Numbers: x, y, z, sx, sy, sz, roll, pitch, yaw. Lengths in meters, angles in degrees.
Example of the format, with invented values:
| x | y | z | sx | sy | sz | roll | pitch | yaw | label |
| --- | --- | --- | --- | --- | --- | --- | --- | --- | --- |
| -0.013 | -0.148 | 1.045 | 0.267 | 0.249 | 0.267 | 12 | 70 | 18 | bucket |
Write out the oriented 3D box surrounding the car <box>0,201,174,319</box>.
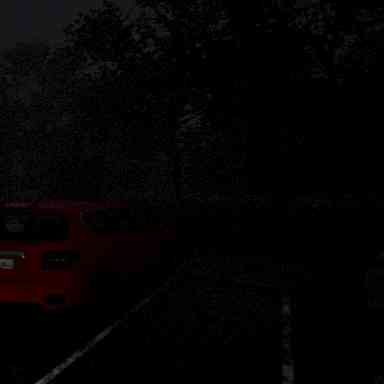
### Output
| x | y | z | sx | sy | sz | roll | pitch | yaw | label |
| --- | --- | --- | --- | --- | --- | --- | --- | --- | --- |
| -2.137 | 1.214 | 7.625 | 2.435 | 2.045 | 5.566 | 0 | -1 | 15 | car |

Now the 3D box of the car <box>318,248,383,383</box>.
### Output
| x | y | z | sx | sy | sz | roll | pitch | yaw | label |
| --- | --- | --- | --- | --- | --- | --- | --- | --- | --- |
| 2.712 | 1.526 | 4.169 | 2.002 | 1.452 | 4.674 | 1 | 0 | 15 | car |
